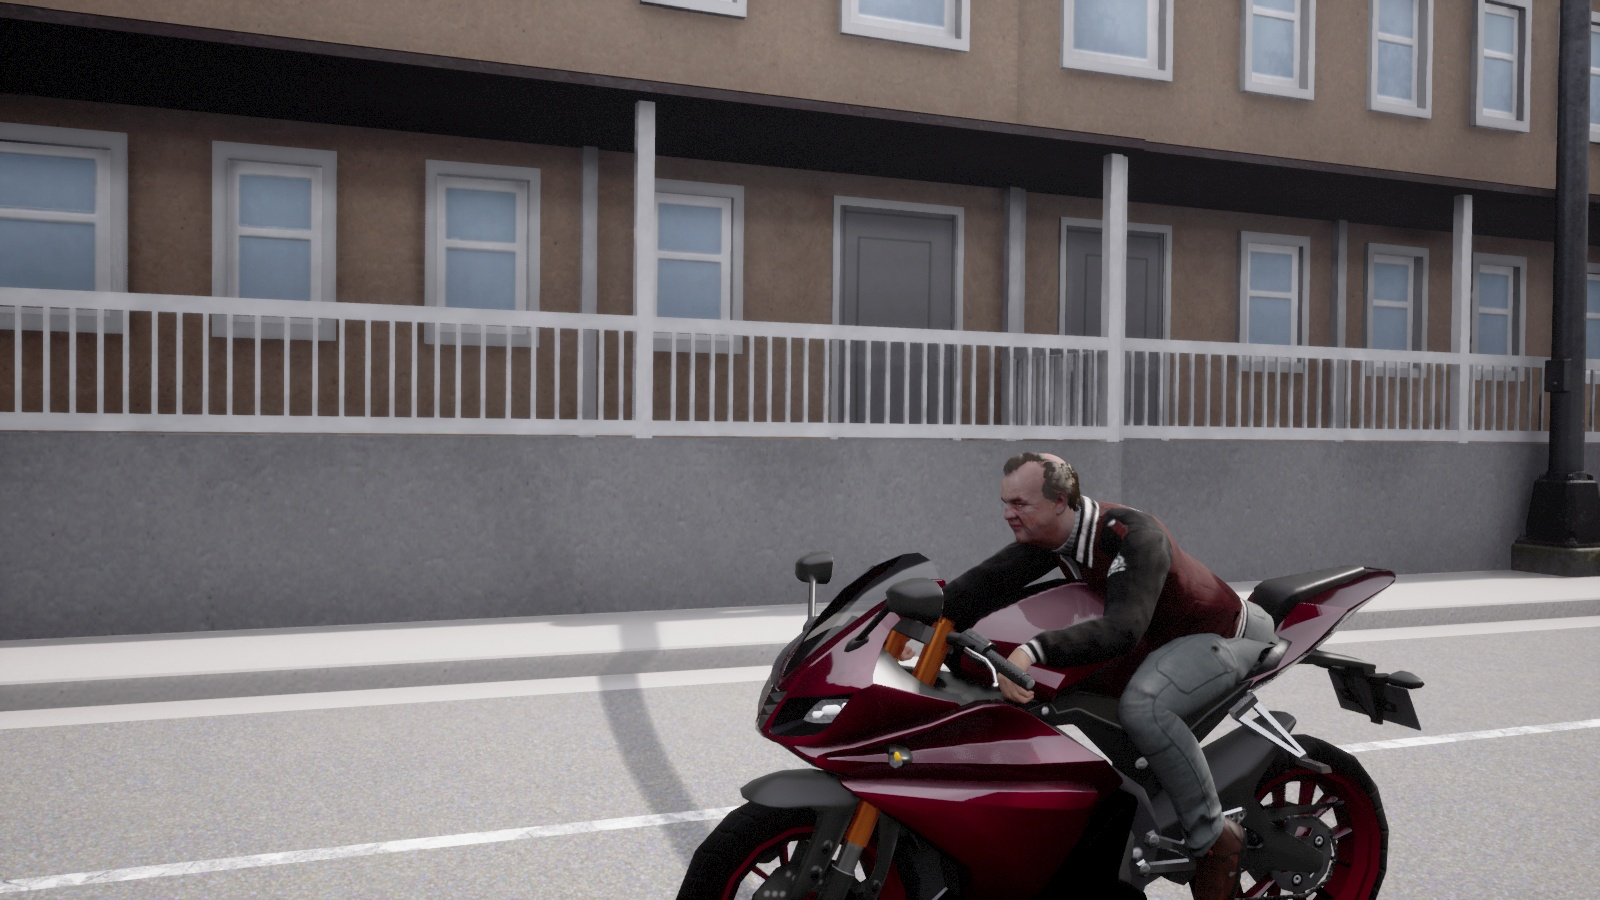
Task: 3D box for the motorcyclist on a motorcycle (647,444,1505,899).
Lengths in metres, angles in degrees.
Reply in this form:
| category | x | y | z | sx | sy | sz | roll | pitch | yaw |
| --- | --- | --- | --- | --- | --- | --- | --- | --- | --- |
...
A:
| category | x | y | z | sx | sy | sz | roll | pitch | yaw |
| --- | --- | --- | --- | --- | --- | --- | --- | --- | --- |
| motorcyclist on a motorcycle | 0.755 | 0.768 | 3.489 | 2.191 | 1.530 | 0.866 | -1 | 1 | -19 |
